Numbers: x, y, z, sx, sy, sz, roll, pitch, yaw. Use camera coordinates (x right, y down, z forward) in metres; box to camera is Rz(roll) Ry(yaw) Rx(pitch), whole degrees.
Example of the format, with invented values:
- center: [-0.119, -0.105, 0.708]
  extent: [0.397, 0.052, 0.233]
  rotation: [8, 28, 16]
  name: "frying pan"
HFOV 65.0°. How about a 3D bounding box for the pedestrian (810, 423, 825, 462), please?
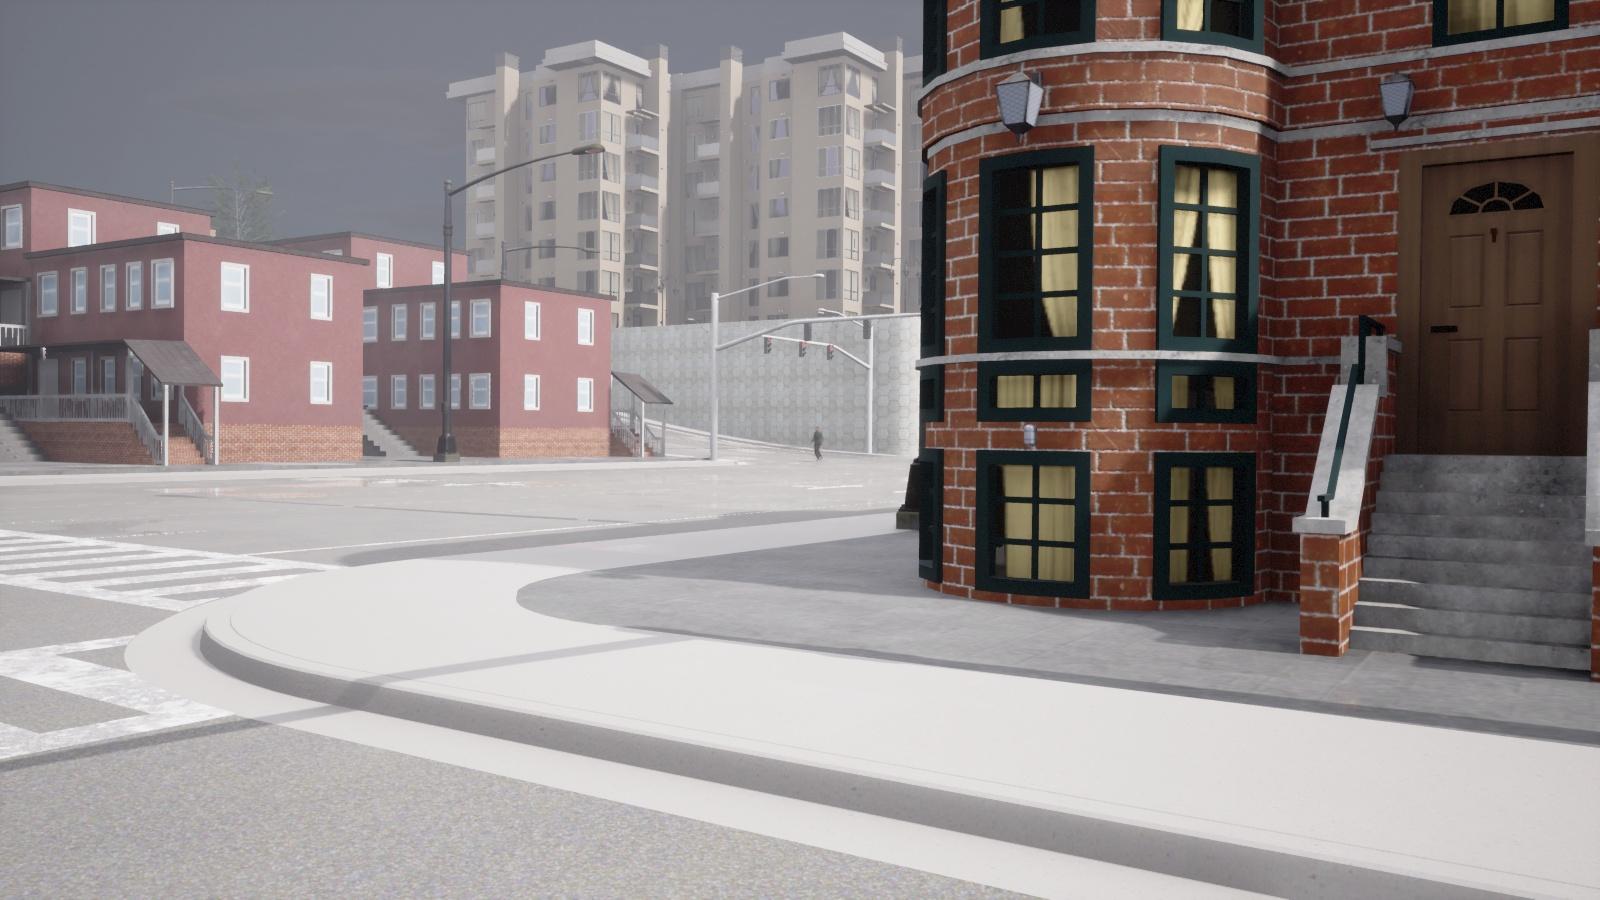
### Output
- center: [0.889, -0.393, 63.791]
  extent: [0.423, 1.949, 0.788]
  rotation: [0, 1, 34]
  name: "pedestrian"
